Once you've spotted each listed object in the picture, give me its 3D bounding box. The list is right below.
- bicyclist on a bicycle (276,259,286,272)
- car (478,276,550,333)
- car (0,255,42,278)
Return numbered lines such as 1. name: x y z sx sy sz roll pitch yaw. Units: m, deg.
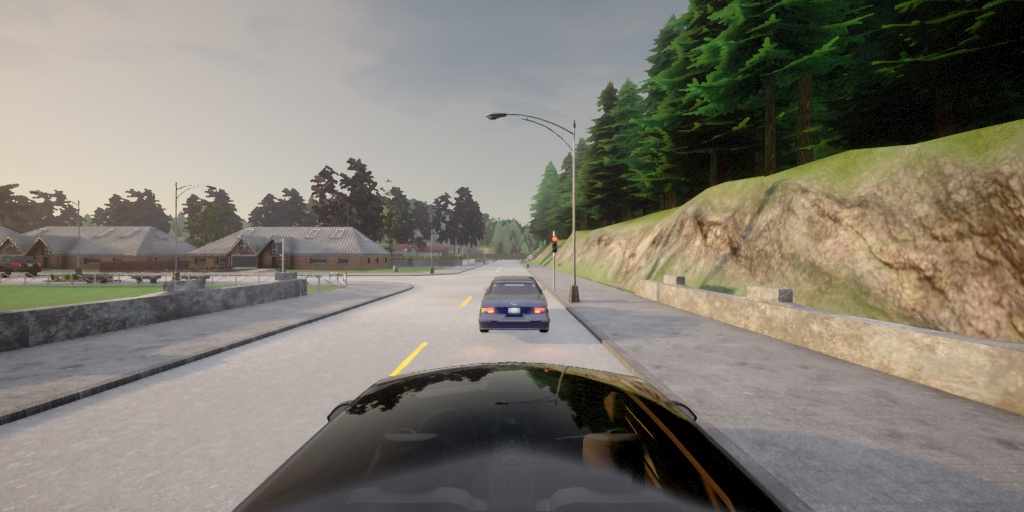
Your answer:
1. bicyclist on a bicycle: -24.157 1.099 37.533 0.582 1.620 1.656 0 0 0
2. car: 0.064 1.297 10.749 2.033 1.411 5.357 0 0 0
3. car: -47.370 0.971 33.288 5.566 2.045 2.150 0 0 1
